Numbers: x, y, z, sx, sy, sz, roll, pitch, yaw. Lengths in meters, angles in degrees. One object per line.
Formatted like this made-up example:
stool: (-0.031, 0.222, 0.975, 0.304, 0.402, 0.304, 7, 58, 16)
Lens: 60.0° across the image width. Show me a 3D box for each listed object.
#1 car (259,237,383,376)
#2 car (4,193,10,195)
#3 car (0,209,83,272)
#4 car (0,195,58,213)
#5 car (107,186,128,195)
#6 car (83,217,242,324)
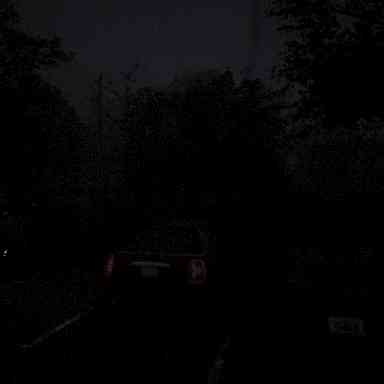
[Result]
car: (2.282, 1.515, 5.835, 2.163, 1.488, 4.792, 0, -1, 15)
car: (-17.963, 0.795, 33.582, 1.994, 1.385, 4.181, 1, 4, 37)
car: (-4.911, 1.519, 10.965, 2.163, 1.488, 4.792, 0, -1, 16)
car: (-7.314, 1.239, 12.620, 2.435, 2.045, 5.566, 1, -1, 16)
car: (-10.466, -0.241, 49.181, 1.895, 1.301, 4.718, 1, 4, 37)
car: (-0.128, 1.360, 7.489, 2.185, 1.767, 4.553, 0, -1, 15)
